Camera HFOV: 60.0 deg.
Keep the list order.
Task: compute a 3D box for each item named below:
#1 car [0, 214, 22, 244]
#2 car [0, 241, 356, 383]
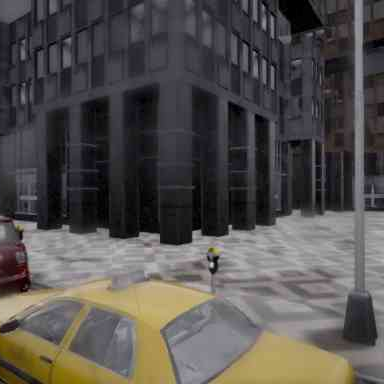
[{"bbox_3d":[-5.285,1.315,6.739,5.009,1.841,2.192,0,0,36],"label":"car"},{"bbox_3d":[-0.864,1.525,3.583,4.829,1.417,1.752,0,0,36],"label":"car"}]
